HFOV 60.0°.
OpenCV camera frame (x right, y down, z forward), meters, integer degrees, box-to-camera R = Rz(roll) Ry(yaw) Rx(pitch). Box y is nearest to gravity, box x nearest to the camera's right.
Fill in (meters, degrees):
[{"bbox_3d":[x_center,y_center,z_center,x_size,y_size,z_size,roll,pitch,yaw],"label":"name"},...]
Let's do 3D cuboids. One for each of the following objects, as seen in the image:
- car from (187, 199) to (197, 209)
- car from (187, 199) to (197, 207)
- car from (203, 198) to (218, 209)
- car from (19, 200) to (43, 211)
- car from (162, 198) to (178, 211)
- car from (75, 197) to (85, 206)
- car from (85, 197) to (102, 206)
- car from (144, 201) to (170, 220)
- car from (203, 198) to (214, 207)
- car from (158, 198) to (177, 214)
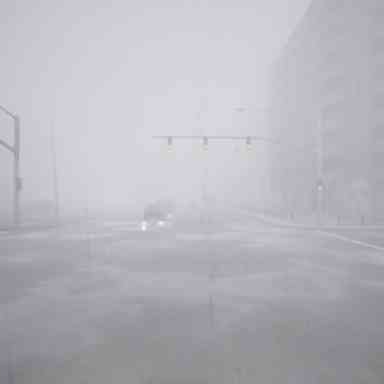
[{"bbox_3d":[0.003,2.340,61.688,1.812,1.442,4.674,0,-1,0],"label":"car"},{"bbox_3d":[0.004,2.314,70.665,2.128,1.511,4.902,0,-1,0],"label":"car"},{"bbox_3d":[3.503,2.028,61.122,2.150,2.045,5.566,0,-1,0],"label":"car"},{"bbox_3d":[-26.707,2.115,54.652,1.970,1.475,3.806,0,-1,0],"label":"car"},{"bbox_3d":[-3.581,1.948,54.869,2.150,2.045,5.566,0,-1,0],"label":"car"},{"bbox_3d":[-23.938,2.106,72.111,1.905,1.878,3.866,0,-1,0],"label":"car"},{"bbox_3d":[-21.044,2.102,72.046,1.932,1.855,4.605,0,-1,0],"label":"car"},{"bbox_3d":[-3.589,1.914,32.999,1.882,1.535,5.008,0,-1,0],"label":"car"},{"bbox_3d":[3.504,2.144,70.637,2.097,1.767,4.553,0,-1,0],"label":"car"},{"bbox_3d":[-3.587,1.798,43.639,2.150,2.045,5.566,0,-1,0],"label":"car"}]
